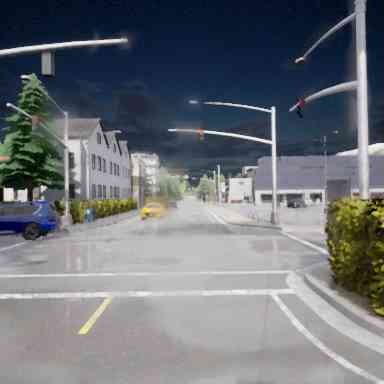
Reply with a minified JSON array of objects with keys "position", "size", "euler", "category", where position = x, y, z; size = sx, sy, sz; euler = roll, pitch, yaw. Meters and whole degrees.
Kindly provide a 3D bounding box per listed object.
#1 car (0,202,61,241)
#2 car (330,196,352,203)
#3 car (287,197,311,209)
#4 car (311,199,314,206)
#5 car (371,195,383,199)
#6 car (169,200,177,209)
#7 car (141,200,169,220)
[{"position":[-10.212,1.647,18.327],"size":[5.566,2.045,2.150],"euler":[-3,1,-11],"category":"car"},{"position":[25.465,1.467,56.563],"size":[2.152,1.636,5.027],"euler":[-1,-1,0],"category":"car"},{"position":[15.408,1.688,49.160],"size":[2.007,1.523,4.514],"euler":[-1,-1,0],"category":"car"},{"position":[19.051,1.641,56.220],"size":[1.970,1.475,3.806],"euler":[-1,-1,0],"category":"car"},{"position":[19.107,1.221,31.295],"size":[1.905,1.878,3.866],"euler":[-1,-1,0],"category":"car"},{"position":[-3.547,2.123,57.149],"size":[2.033,1.411,5.357],"euler":[-1,-1,1],"category":"car"},{"position":[-3.613,1.785,31.664],"size":[1.882,1.535,5.008],"euler":[-1,-1,0],"category":"car"}]
